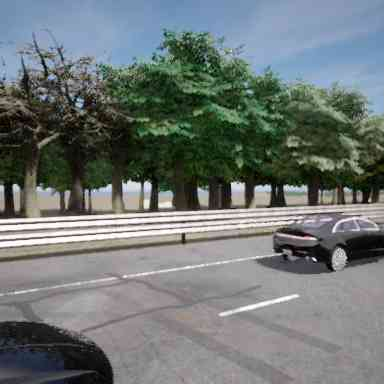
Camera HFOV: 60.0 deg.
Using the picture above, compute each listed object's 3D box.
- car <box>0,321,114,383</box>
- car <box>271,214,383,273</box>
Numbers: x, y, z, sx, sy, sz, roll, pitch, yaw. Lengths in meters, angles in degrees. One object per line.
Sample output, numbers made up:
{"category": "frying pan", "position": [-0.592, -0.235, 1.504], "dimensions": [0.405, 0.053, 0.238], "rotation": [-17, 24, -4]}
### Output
{"category": "car", "position": [-2.874, 1.484, 1.658], "dimensions": [5.008, 1.535, 1.882], "rotation": [0, 0, -33]}
{"category": "car", "position": [4.716, 1.447, 10.559], "dimensions": [4.902, 1.511, 2.128], "rotation": [0, 0, -32]}
